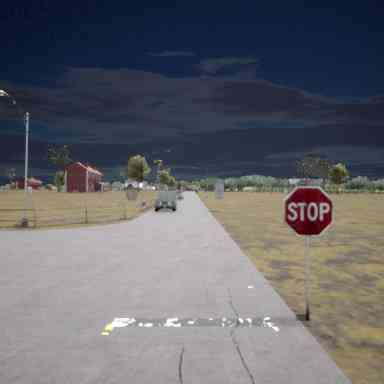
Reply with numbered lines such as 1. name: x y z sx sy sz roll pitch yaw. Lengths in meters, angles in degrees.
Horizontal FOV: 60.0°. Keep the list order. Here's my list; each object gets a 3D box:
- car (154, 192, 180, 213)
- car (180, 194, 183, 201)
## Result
1. car: -2.744 1.069 35.979 2.150 2.045 5.566 0 1 0
2. car: -2.779 1.046 68.484 1.994 1.385 4.181 0 1 0
